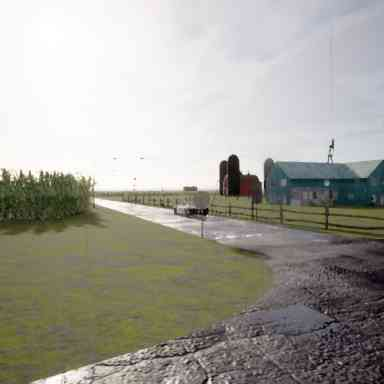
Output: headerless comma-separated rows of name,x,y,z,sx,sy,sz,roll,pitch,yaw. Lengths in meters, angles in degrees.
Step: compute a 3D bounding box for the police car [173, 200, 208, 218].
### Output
police car,-0.270,1.539,31.363,2.038,1.542,4.974,-1,0,-21
